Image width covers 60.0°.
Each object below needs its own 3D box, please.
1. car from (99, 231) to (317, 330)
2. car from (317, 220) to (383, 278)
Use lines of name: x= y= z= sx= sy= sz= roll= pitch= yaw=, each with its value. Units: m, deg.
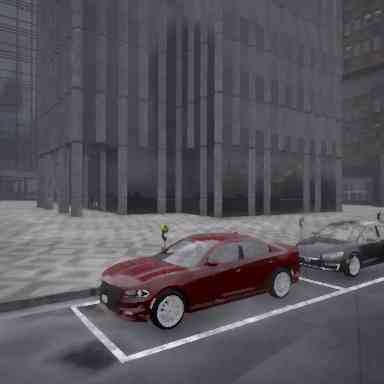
car: x=0.359 y=1.548 z=6.900 sx=4.507 sy=1.381 sz=1.887 roll=0 pitch=0 yaw=-35
car: x=4.856 y=1.563 z=10.110 sx=4.403 sy=1.369 sz=2.008 roll=0 pitch=0 yaw=-35
